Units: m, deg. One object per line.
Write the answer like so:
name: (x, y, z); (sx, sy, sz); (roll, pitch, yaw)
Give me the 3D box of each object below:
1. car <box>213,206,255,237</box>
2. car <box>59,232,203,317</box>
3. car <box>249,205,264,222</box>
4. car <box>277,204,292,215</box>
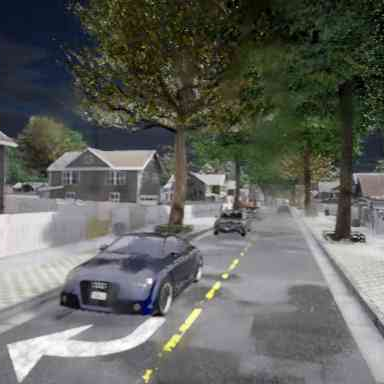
car: (2.606, 1.858, 20.855); (1.837, 1.490, 4.892); (1, -1, 16)
car: (-1.090, 1.663, 7.731); (1.994, 1.385, 4.181); (1, -1, 16)
car: (6.011, 2.096, 32.867); (1.837, 1.490, 4.892); (1, 0, 16)
car: (13.466, 2.519, 48.620); (1.837, 1.490, 4.892); (1, -1, 16)
